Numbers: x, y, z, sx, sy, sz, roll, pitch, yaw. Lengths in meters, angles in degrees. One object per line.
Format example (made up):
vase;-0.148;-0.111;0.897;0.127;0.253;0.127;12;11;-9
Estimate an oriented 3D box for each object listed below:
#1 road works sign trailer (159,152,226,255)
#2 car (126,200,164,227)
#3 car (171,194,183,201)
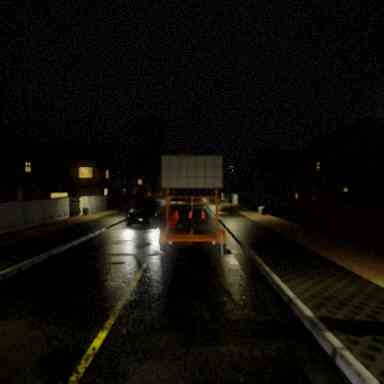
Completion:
road works sign trailer;0.008;0.311;12.460;2.380;3.560;2.880;0;1;0
car;-2.837;1.264;20.814;1.837;1.490;4.892;0;1;0
car;-2.736;1.010;61.918;2.033;1.411;5.357;0;0;1
